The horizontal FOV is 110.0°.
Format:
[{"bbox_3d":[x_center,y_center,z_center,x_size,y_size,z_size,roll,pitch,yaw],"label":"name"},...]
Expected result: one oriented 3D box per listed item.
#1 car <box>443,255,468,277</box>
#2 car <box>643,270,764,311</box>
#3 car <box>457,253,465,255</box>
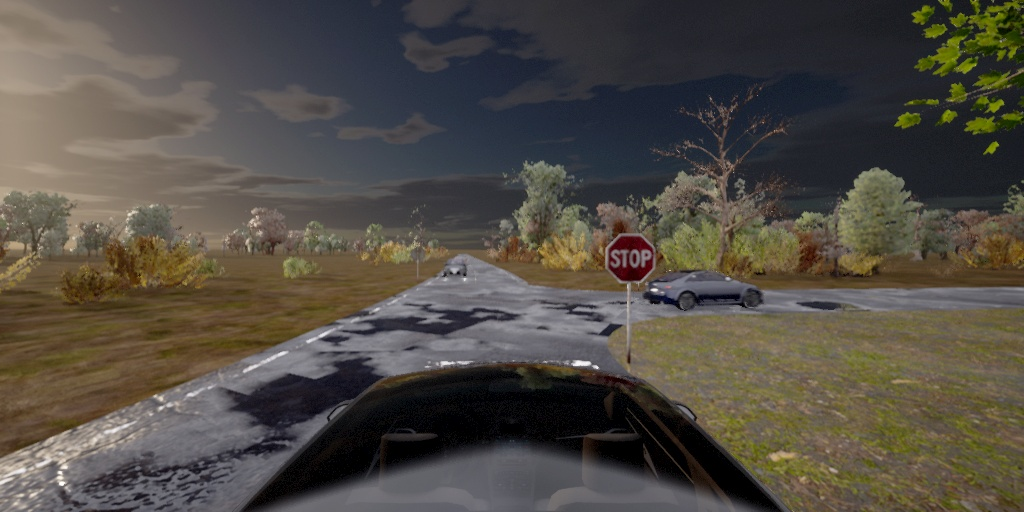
[{"bbox_3d":[-4.760,0.960,30.488,2.128,1.511,4.902,0,1,-6],"label":"car"},{"bbox_3d":[7.161,1.212,13.522,4.181,1.385,1.994,0,0,-13],"label":"car"},{"bbox_3d":[-6.900,0.778,47.381,1.882,1.535,5.008,0,1,-8],"label":"car"}]
